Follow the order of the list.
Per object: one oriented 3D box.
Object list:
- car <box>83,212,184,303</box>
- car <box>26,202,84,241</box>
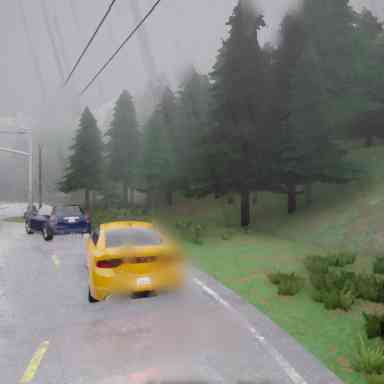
[{"bbox_3d":[-1.678,1.478,8.441,1.882,1.535,5.008,0,0,-19],"label":"car"},{"bbox_3d":[-6.951,1.352,17.086,2.097,1.767,4.553,0,0,-40],"label":"car"}]
